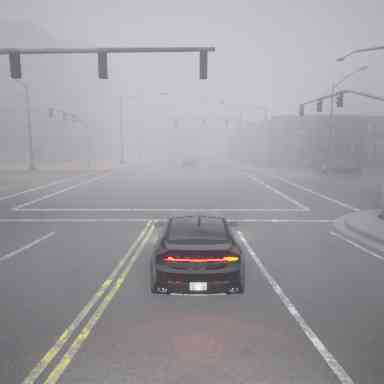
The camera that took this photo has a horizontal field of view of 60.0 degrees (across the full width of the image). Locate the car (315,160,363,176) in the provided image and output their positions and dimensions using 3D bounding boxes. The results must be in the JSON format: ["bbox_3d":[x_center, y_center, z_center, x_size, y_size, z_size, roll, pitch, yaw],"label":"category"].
[{"bbox_3d":[15.660,-2.662,35.575,4.553,1.767,2.097,0,8,0],"label":"car"}]

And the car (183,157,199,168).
[{"bbox_3d":[-0.155,-4.242,47.627,2.033,1.411,5.357,1,8,7],"label":"car"}]

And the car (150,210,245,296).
[{"bbox_3d":[0.114,1.198,8.086,1.837,1.490,4.892,0,4,0],"label":"car"}]
